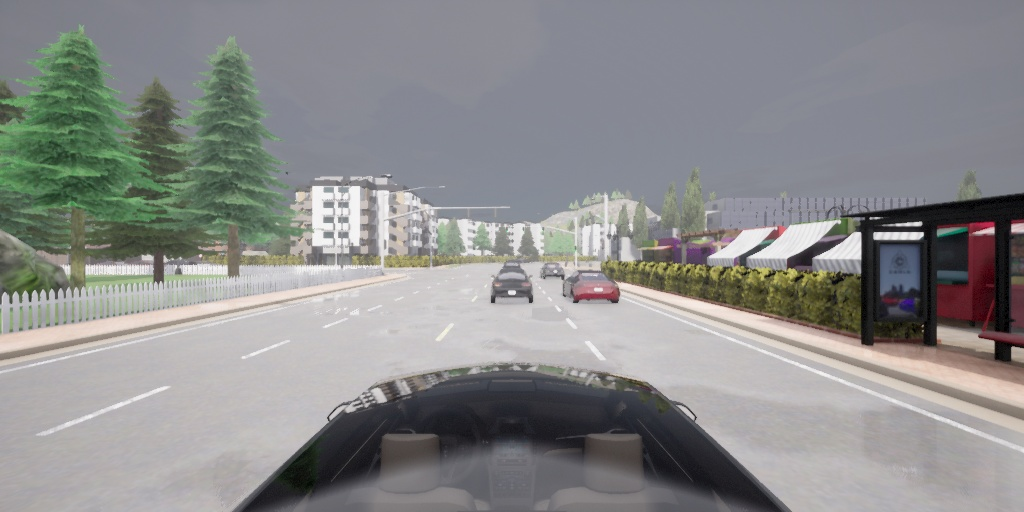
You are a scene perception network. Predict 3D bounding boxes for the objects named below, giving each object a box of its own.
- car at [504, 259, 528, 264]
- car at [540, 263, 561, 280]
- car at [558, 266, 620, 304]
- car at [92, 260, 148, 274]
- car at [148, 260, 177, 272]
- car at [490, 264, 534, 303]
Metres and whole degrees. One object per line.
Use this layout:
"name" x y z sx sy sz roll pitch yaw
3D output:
"car" 0.000 1.244 31.500 2.128 1.511 4.902 0 0 0
"car" 3.500 1.312 31.500 2.033 1.411 5.357 0 0 0
"car" 3.500 1.321 16.500 1.994 1.385 4.181 0 0 0
"car" -44.685 1.308 40.512 4.674 1.442 1.812 0 0 1
"car" -44.597 1.260 44.011 5.008 1.535 1.882 0 0 1
"car" 0.000 1.282 16.500 1.812 1.442 4.674 0 0 0
